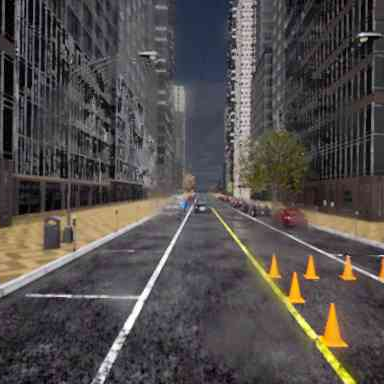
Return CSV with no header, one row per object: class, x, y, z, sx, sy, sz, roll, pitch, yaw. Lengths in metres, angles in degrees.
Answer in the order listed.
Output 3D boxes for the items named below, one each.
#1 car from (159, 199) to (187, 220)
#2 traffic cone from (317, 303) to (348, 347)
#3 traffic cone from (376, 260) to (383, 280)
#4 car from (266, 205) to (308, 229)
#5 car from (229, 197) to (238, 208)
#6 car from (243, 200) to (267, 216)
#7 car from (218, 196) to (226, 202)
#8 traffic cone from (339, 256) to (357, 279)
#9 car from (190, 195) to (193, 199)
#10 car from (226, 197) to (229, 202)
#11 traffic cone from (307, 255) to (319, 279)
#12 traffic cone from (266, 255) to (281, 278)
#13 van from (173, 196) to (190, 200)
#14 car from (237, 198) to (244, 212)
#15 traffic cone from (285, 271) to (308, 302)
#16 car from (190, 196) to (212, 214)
car,-1.720,1.582,28.330,2.008,1.369,4.403,1,0,1
traffic cone,2.148,1.998,5.094,0.340,0.580,0.340,1,0,1
traffic cone,5.239,2.052,9.022,0.340,0.580,0.340,1,0,1
car,6.524,1.725,22.439,1.802,1.307,4.206,1,0,1
car,7.191,1.624,50.894,1.967,1.590,4.097,1,0,1
car,6.790,1.717,33.821,2.008,1.369,4.403,1,0,1
car,7.854,1.746,79.349,1.887,1.381,4.507,1,0,1
traffic cone,4.240,2.037,9.045,0.340,0.580,0.340,1,0,1
car,-0.257,1.621,90.932,1.887,1.381,4.507,1,0,1
car,7.323,1.629,56.585,1.967,1.590,4.097,1,0,1
traffic cone,3.240,2.023,9.069,0.340,0.580,0.340,1,0,1
traffic cone,2.241,2.008,9.092,0.340,0.580,0.340,1,0,1
van,-1.451,1.390,39.712,1.690,1.788,3.998,1,0,1
car,6.923,1.724,39.512,2.008,1.369,4.403,1,0,1
traffic cone,2.194,2.003,7.092,0.340,0.580,0.340,1,0,1
car,1.165,1.576,36.623,2.128,1.511,4.902,1,0,1
